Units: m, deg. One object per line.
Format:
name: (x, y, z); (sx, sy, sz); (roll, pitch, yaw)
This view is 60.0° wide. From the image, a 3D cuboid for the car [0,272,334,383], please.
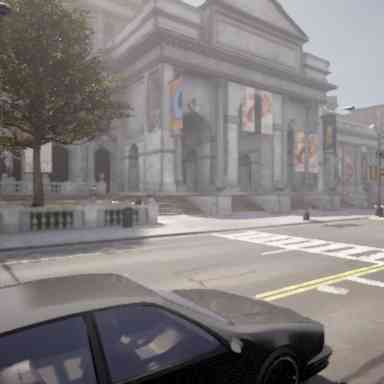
car: (-0.980, 1.547, 3.064); (5.357, 1.411, 2.033); (0, 0, -35)
